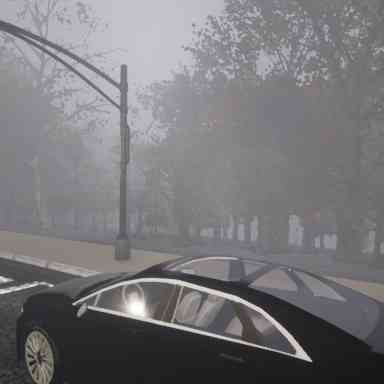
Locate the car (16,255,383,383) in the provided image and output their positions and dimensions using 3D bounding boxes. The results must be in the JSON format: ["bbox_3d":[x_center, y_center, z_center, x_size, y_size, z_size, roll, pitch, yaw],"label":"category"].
[{"bbox_3d":[-0.006,1.491,3.705,4.902,1.511,2.128,0,0,34],"label":"car"}]
